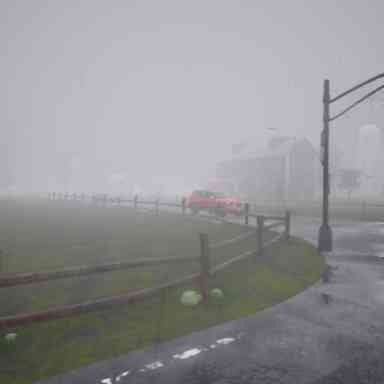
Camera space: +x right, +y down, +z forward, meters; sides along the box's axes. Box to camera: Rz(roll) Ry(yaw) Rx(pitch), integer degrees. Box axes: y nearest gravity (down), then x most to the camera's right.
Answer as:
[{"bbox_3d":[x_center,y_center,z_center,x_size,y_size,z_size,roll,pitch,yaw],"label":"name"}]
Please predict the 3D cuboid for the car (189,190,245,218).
[{"bbox_3d":[1.938,0.871,26.534,2.150,2.045,5.566,1,1,-35],"label":"car"}]

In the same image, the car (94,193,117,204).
[{"bbox_3d":[-12.379,0.879,46.766,2.033,1.411,5.357,1,0,-35],"label":"car"}]
